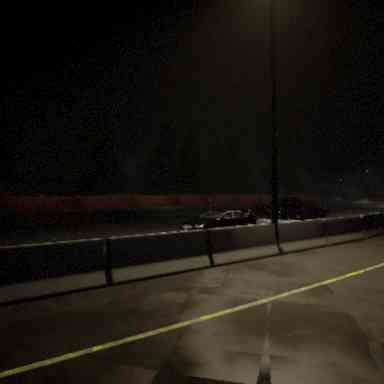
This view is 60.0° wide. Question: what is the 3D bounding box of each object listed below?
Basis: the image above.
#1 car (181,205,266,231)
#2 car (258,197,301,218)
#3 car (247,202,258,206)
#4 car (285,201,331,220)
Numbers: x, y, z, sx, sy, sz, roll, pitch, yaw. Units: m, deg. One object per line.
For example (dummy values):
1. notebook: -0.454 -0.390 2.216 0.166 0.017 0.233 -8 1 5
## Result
1. car: 1.582 1.721 18.552 4.902 1.511 2.128 0 -1 -39
2. car: 9.757 1.586 35.395 2.150 2.045 5.566 -1 -1 44
3. car: 7.161 1.904 37.744 1.882 1.535 5.008 -1 -1 44
4. car: 11.590 1.863 32.286 2.033 1.411 5.357 -1 -1 45
